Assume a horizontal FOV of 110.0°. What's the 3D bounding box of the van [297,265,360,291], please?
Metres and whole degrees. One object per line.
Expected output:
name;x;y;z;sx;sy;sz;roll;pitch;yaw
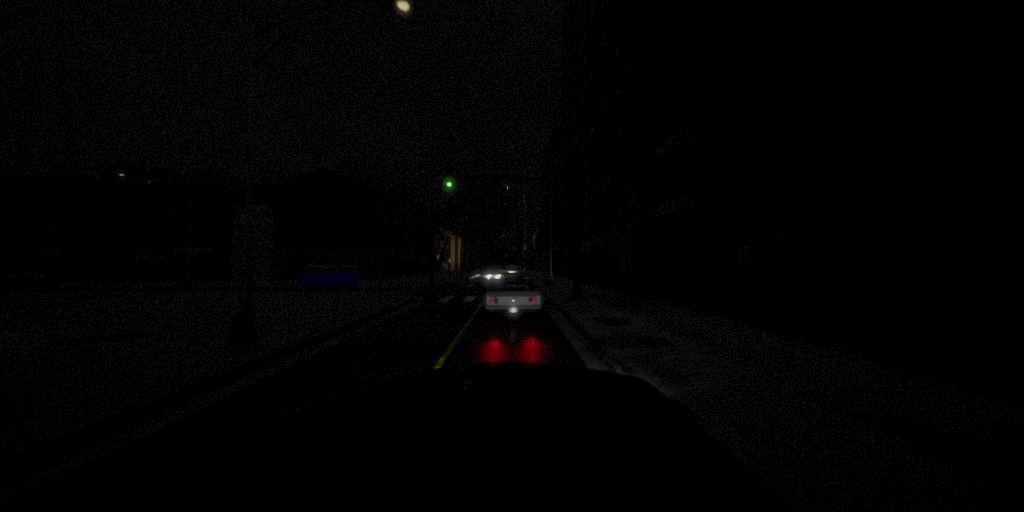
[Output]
van;-12.926;1.535;25.406;3.998;1.789;1.690;0;0;0

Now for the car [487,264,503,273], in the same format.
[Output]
car;-2.823;2.242;56.080;1.895;1.301;4.718;0;-1;0

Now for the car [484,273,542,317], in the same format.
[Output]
car;-0.072;1.480;13.746;1.895;1.301;4.718;0;-1;-3

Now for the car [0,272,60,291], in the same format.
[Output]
car;-34.793;1.788;25.448;4.207;1.307;1.802;0;0;0
